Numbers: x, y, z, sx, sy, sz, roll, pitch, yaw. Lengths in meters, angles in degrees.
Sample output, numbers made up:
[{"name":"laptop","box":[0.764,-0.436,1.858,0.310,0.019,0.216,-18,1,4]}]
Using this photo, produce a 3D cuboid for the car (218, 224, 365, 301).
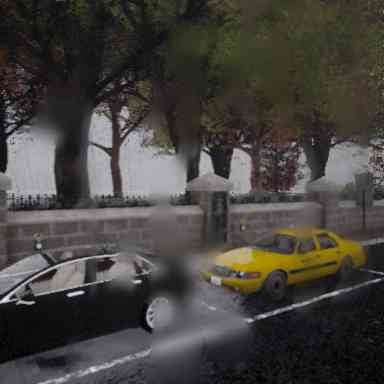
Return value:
[{"name":"car","box":[2.461,1.523,8.320,4.829,1.417,1.752,0,0,-36]}]

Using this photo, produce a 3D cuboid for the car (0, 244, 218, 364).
[{"name":"car","box":[-1.983,1.550,5.147,4.403,1.369,2.008,0,0,-36]}]
